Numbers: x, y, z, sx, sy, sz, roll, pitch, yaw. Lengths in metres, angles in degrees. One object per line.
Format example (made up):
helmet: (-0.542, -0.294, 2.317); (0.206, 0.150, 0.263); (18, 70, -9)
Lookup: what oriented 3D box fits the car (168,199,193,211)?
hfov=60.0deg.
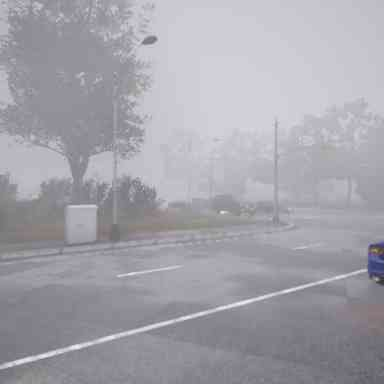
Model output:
car: (-1.068, 1.612, 41.695); (1.895, 1.301, 4.718); (0, 0, -33)

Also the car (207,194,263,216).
car: (4.189, 1.243, 33.465); (2.150, 2.045, 5.566); (0, 0, -31)

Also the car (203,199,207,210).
car: (3.010, 1.523, 41.808); (1.837, 1.490, 4.892); (0, 0, -32)

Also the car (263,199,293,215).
car: (8.060, 1.516, 33.861); (2.128, 1.511, 4.902); (0, 0, -33)

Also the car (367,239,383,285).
car: (6.300, 1.487, 8.267); (5.008, 1.535, 1.882); (0, 0, -37)
